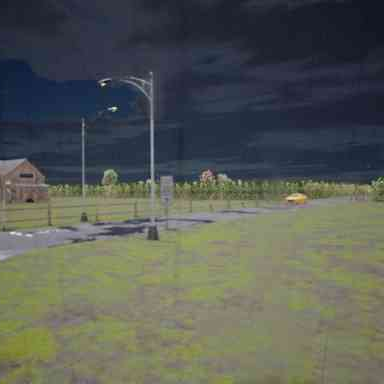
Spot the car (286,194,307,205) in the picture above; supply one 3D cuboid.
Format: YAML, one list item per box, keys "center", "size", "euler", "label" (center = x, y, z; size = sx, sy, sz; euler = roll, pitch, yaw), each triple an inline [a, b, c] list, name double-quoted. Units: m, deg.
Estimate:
- center: [15.431, 1.025, 49.082]
  size: [1.882, 1.535, 5.008]
  euler: [0, 0, 37]
  label: "car"
